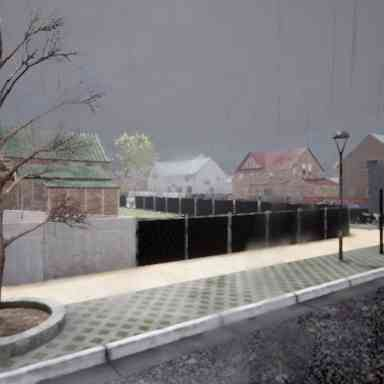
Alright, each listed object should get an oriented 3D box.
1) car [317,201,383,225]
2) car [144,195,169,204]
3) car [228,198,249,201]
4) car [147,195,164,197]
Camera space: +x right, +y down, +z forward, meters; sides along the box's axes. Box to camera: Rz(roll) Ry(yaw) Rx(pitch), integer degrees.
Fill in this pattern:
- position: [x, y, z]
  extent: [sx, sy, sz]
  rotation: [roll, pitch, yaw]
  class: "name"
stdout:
- position: [10.244, 1.362, 22.851]
  extent: [2.128, 1.511, 4.902]
  rotation: [0, 1, -34]
  class: "car"
- position: [-5.525, 1.129, 51.137]
  extent: [1.895, 1.301, 4.718]
  rotation: [0, 1, -34]
  class: "car"
- position: [4.498, 1.292, 31.279]
  extent: [1.812, 1.442, 4.674]
  rotation: [0, 1, -34]
  class: "car"
- position: [-4.992, 1.137, 45.247]
  extent: [2.033, 1.411, 5.357]
  rotation: [0, 1, -34]
  class: "car"
